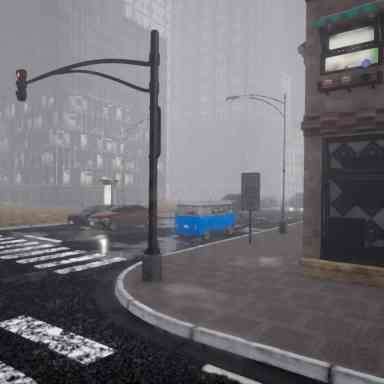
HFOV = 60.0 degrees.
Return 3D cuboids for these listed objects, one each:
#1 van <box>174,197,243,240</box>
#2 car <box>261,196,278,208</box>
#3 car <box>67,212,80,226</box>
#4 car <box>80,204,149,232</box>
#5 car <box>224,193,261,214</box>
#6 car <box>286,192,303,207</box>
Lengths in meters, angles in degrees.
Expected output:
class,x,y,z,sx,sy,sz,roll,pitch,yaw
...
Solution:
class,x,y,z,sx,sy,sz,roll,pitch,yaw
van,0.801,1.368,17.037,1.690,1.788,3.998,1,1,35
car,9.989,1.293,44.443,1.967,1.590,4.097,1,1,35
car,-6.033,1.467,21.893,1.947,1.339,4.313,1,1,35
car,-4.092,1.466,20.149,1.812,1.442,4.674,1,1,37
car,4.153,1.132,31.747,2.150,2.045,5.566,1,1,35
car,16.008,1.093,48.271,2.150,2.045,5.566,1,1,35
